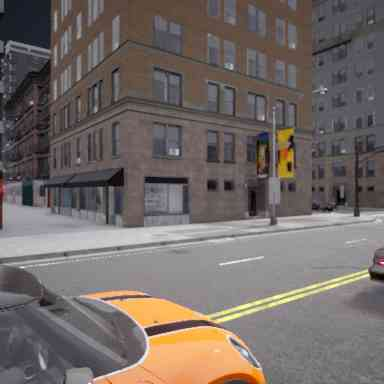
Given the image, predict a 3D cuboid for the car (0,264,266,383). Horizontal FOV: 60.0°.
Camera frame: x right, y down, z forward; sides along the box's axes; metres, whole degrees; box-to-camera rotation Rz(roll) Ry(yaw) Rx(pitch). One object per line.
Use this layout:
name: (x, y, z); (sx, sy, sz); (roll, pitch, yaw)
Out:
car: (-1.541, 1.352, 2.302); (4.553, 1.767, 2.097); (0, 0, -37)

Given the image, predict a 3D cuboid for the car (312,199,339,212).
car: (14.024, 1.526, 38.469); (2.033, 1.411, 5.357); (0, 0, -36)

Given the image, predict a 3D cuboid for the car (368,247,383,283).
car: (6.426, 1.547, 8.225); (5.357, 1.411, 2.033); (0, 0, -37)
